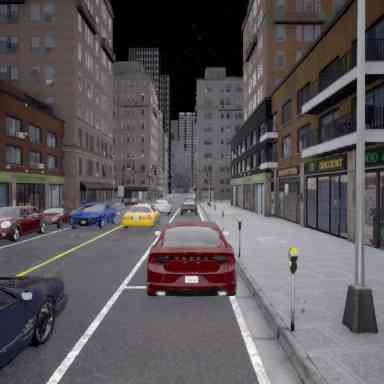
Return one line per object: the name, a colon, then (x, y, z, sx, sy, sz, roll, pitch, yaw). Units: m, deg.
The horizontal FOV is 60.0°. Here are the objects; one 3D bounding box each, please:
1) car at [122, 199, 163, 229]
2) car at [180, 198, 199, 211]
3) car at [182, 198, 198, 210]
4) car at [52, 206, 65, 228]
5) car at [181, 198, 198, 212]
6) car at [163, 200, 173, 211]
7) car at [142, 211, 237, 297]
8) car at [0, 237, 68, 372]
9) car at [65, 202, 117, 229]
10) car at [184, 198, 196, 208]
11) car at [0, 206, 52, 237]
car: (-3.146, 1.451, 21.378, 1.801, 1.575, 5.366, 0, 0, 0)
car: (-0.280, 1.537, 32.939, 2.008, 1.369, 4.403, -1, 0, 0)
car: (-0.277, 1.543, 44.111, 1.947, 1.339, 4.313, -1, 0, 0)
car: (-8.822, 1.575, 21.767, 1.802, 1.307, 4.206, -1, 0, 0)
car: (-0.279, 1.507, 38.694, 1.752, 1.417, 4.829, -1, 0, 0)
car: (-3.049, 1.511, 33.856, 1.812, 1.442, 4.674, 0, 0, 0)
car: (-0.006, 1.475, 8.652, 1.882, 1.535, 5.008, 0, 0, 0)
car: (-3.047, 1.547, 3.250, 2.033, 1.411, 5.357, 0, 0, 0)
car: (-6.246, 1.471, 21.653, 1.882, 1.535, 5.008, 0, 0, 0)
car: (-0.276, 1.554, 49.696, 1.802, 1.307, 4.206, -1, 0, 0)
car: (-8.823, 1.435, 16.181, 1.967, 1.590, 4.097, -1, 0, 0)
